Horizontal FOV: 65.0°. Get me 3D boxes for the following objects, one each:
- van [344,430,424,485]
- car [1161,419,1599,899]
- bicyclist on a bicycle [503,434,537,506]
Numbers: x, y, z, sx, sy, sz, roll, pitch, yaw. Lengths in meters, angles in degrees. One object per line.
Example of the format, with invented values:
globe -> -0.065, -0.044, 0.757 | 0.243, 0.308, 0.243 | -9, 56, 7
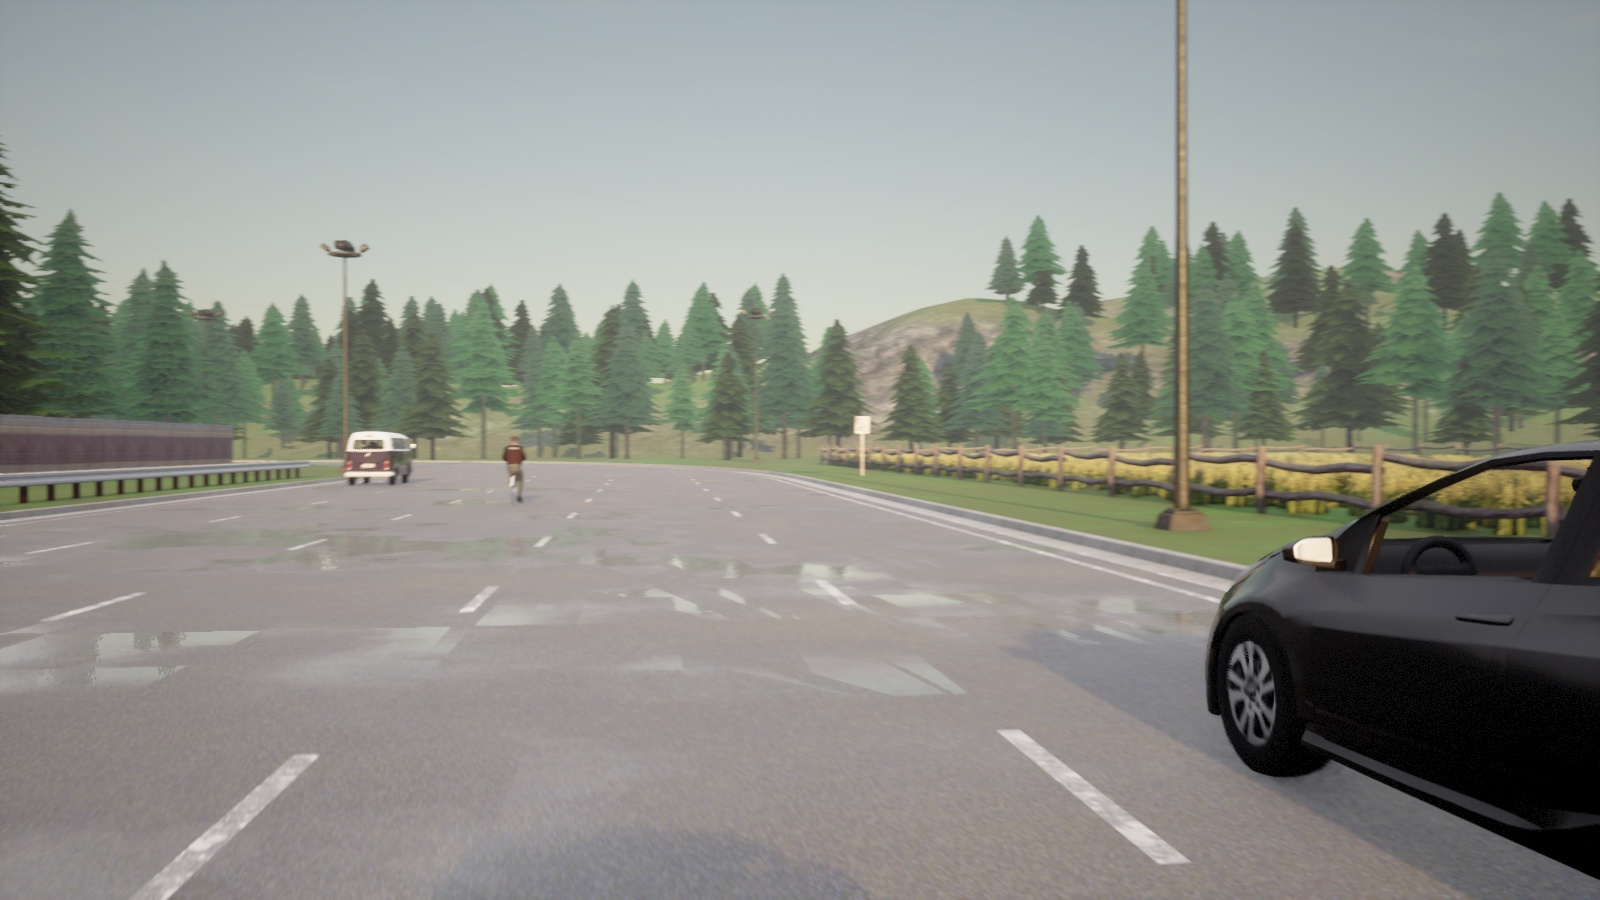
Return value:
van -> -16.109, 0.283, 48.860 | 2.069, 2.038, 4.480 | 0, 0, -7
car -> 3.120, 0.673, 4.358 | 2.007, 1.525, 4.514 | 0, 0, -7
bicyclist on a bicycle -> -7.118, 0.491, 32.013 | 0.659, 1.776, 1.843 | 0, 0, -7
